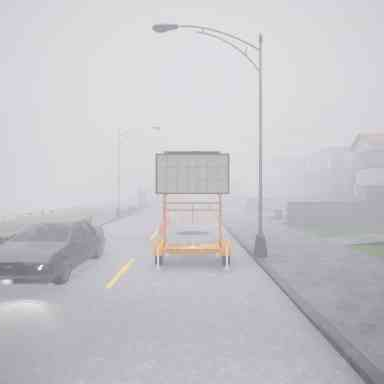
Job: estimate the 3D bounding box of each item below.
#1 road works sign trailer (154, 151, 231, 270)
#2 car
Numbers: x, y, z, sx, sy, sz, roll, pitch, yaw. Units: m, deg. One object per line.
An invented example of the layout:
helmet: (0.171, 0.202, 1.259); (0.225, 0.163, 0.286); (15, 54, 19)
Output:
road works sign trailer: (0.016, 0.464, 10.994); (2.380, 3.560, 2.880); (0, 0, 0)
car: (-3.986, 1.547, 9.803); (2.033, 1.411, 5.357); (0, 0, 0)
